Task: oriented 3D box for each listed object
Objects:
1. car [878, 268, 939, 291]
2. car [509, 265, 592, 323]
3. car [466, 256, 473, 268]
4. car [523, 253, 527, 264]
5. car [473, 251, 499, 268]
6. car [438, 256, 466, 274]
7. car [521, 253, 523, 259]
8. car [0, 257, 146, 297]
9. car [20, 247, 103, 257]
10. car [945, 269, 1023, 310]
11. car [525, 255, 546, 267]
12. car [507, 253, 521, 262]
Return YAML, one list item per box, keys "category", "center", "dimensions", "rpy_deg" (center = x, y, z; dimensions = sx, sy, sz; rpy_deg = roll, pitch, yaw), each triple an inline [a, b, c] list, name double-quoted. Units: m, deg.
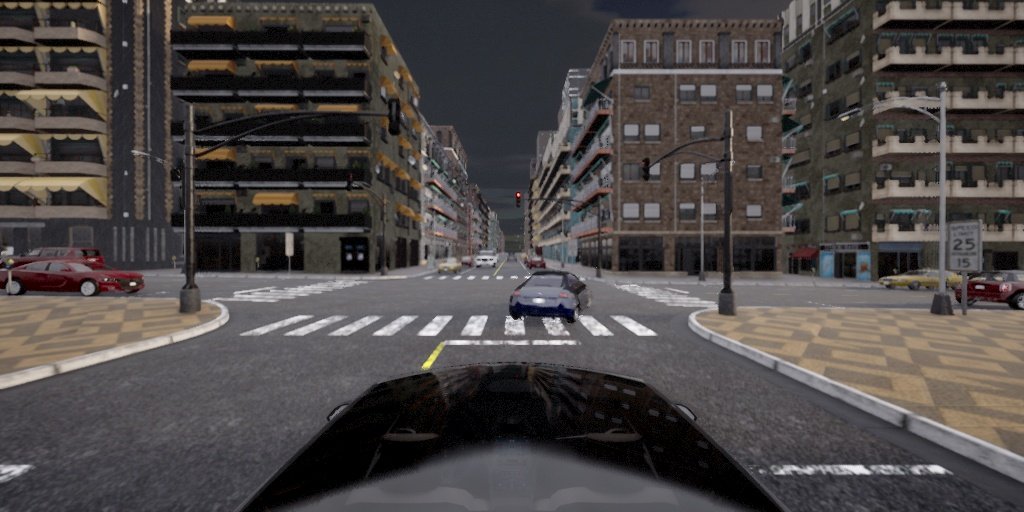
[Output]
- category: "car"
  center: [26.249, 1.441, 22.855]
  dimensions: [4.829, 1.417, 1.751]
  rpy_deg: [0, 0, 0]
- category: "car"
  center: [1.392, 1.168, 11.742]
  dimensions: [1.994, 1.385, 4.181]
  rpy_deg: [0, 1, 19]
- category: "car"
  center: [-5.684, 0.674, 44.363]
  dimensions: [1.888, 1.381, 4.507]
  rpy_deg: [0, 0, 0]
- category: "car"
  center: [2.698, 0.568, 44.348]
  dimensions: [1.967, 1.591, 4.097]
  rpy_deg: [0, 0, 0]
- category: "car"
  center: [-3.088, 0.365, 43.286]
  dimensions: [2.150, 2.045, 5.566]
  rpy_deg: [0, 1, 0]
- category: "car"
  center: [-5.685, 0.814, 33.147]
  dimensions: [1.751, 1.417, 4.829]
  rpy_deg: [0, 0, 0]
- category: "car"
  center: [2.699, 0.551, 55.394]
  dimensions: [1.802, 1.307, 4.207]
  rpy_deg: [0, 0, 0]
- category: "car"
  center: [-17.261, 0.827, 14.174]
  dimensions: [4.507, 1.381, 1.888]
  rpy_deg: [0, 0, 0]
- category: "car"
  center: [-28.643, 0.379, 22.468]
  dimensions: [5.009, 1.841, 2.192]
  rpy_deg: [0, 0, 0]
- category: "car"
  center: [20.837, 1.311, 14.499]
  dimensions: [4.097, 1.591, 1.967]
  rpy_deg: [0, 0, 0]
- category: "car"
  center: [2.697, 0.754, 38.825]
  dimensions: [1.888, 1.381, 4.507]
  rpy_deg: [0, 0, 0]
- category: "car"
  center: [0.010, 0.333, 64.240]
  dimensions: [2.128, 1.511, 4.902]
  rpy_deg: [0, 1, 0]
